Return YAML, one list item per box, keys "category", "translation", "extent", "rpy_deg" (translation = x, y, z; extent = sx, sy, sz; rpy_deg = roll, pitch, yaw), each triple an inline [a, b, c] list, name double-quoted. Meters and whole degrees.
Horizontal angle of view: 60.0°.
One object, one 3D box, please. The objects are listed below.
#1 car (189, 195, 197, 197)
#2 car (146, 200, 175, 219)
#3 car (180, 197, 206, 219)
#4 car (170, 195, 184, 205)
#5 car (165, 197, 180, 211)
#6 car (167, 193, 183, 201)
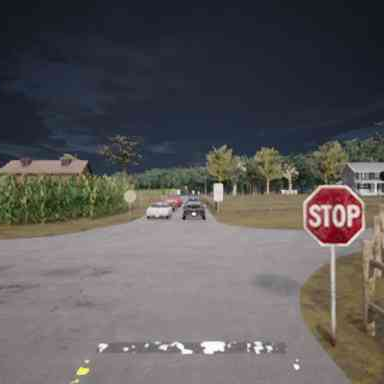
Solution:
- category: "car"
  translation: [0.243, 1.341, 61.523]
  extent: [2.097, 1.767, 4.553]
  rpy_deg: [0, 0, 0]
- category: "car"
  translation: [-2.779, 1.600, 28.781]
  extent: [1.895, 1.301, 4.718]
  rpy_deg: [0, 0, 0]
- category: "car"
  translation: [0.167, 1.503, 29.223]
  extent: [1.837, 1.490, 4.892]
  rpy_deg: [0, 0, 0]
- category: "car"
  translation: [-2.615, 1.342, 58.334]
  extent: [2.097, 1.767, 4.553]
  rpy_deg: [0, 0, 1]
- category: "car"
  translation: [-2.743, 1.595, 38.613]
  extent: [1.895, 1.301, 4.718]
  rpy_deg: [0, 0, 0]
- category: "car"
  translation: [-2.704, 1.213, 48.393]
  extent: [2.150, 2.045, 5.566]
  rpy_deg: [0, 0, 0]
